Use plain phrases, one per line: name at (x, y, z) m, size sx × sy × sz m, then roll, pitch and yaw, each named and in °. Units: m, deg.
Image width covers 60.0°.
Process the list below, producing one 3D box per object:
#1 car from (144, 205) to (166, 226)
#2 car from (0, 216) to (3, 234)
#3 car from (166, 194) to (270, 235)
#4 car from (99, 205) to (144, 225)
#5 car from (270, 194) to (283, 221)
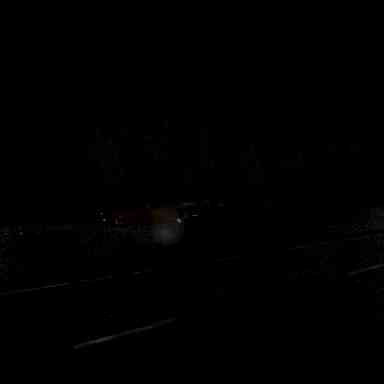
car at (-0.337, 1.453, 22.065) m, size 5.008 × 1.535 × 1.882 m, roll 0°, pitch 0°, yaw -35°
car at (-11.054, 1.507, 14.518) m, size 4.892 × 1.490 × 1.837 m, roll 0°, pitch 0°, yaw -35°
car at (1.592, 1.200, 19.166) m, size 5.566 × 2.045 × 2.150 m, roll 0°, pitch 0°, yaw -35°
car at (-4.101, 1.580, 23.723) m, size 4.718 × 1.301 × 1.895 m, roll 0°, pitch 0°, yaw -35°
car at (4.616, 1.185, 25.566) m, size 5.566 × 2.045 × 2.150 m, roll 0°, pitch 0°, yaw -35°
